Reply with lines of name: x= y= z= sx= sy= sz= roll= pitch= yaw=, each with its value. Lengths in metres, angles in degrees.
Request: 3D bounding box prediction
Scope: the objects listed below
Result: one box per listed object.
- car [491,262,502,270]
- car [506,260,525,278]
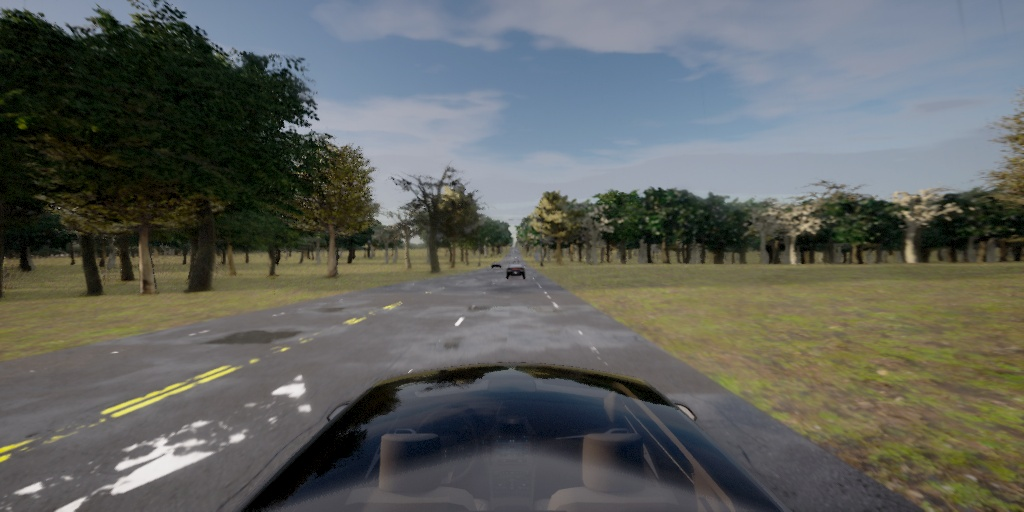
car: x=-2.787 y=1.666 z=64.060 sx=1.895 sy=1.301 sz=4.718 roll=0 pitch=0 yaw=1
car: x=0.386 y=1.491 z=37.569 sx=1.882 sy=1.535 sz=5.008 roll=0 pitch=0 yaw=1
